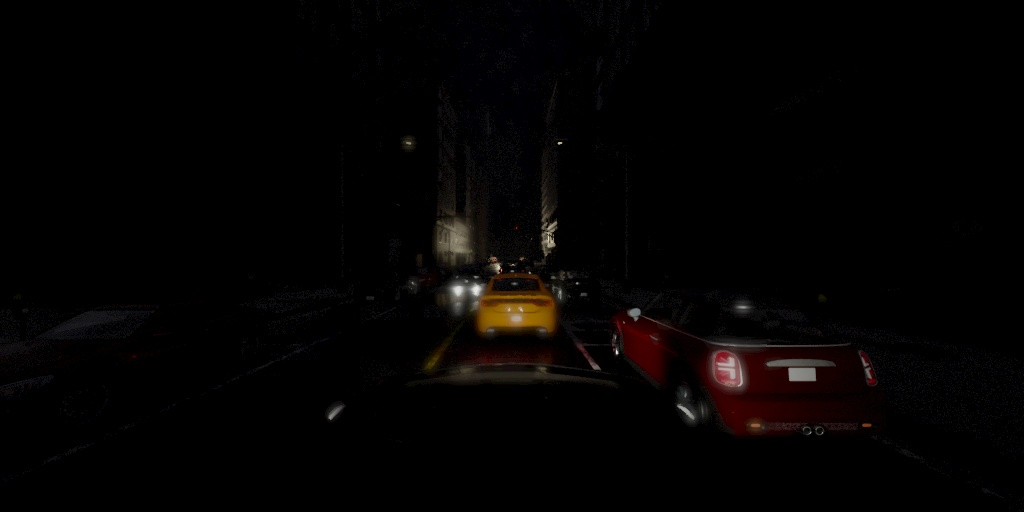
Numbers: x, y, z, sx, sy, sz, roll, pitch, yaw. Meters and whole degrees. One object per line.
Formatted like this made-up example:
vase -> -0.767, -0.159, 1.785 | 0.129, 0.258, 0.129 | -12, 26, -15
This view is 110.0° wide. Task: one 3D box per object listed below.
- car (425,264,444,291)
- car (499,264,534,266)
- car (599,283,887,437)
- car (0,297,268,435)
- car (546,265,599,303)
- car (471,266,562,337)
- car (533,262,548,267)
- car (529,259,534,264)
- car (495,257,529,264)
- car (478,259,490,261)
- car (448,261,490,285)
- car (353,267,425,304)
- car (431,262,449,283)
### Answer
car -> -5.642, 1.333, 21.985 | 1.802, 1.307, 4.207 | 0, 0, 0
car -> 0.124, 1.314, 19.344 | 1.994, 1.385, 4.181 | 0, 0, 0
car -> 2.861, 1.189, 5.469 | 1.967, 1.591, 4.097 | 0, 0, 0
car -> -5.664, 1.332, 5.481 | 1.802, 1.307, 4.207 | 0, 0, 0
car -> 2.876, 1.300, 16.472 | 2.007, 1.370, 4.403 | 0, 0, 0
car -> 0.109, 1.227, 10.356 | 1.882, 1.535, 5.008 | 0, 0, 0
car -> 2.891, 1.317, 27.474 | 1.948, 1.339, 4.313 | 0, 0, 0
car -> 2.976, 1.229, 64.563 | 1.967, 1.591, 4.097 | 0, 0, 0
car -> 0.065, 1.104, 28.076 | 2.097, 1.767, 4.553 | 0, 0, 1
car -> -5.549, 1.371, 64.588 | 1.802, 1.307, 4.207 | 0, 0, 0
car -> -2.987, 1.299, 26.326 | 2.033, 1.411, 5.357 | 0, 0, 0
car -> -5.649, 1.316, 16.484 | 1.948, 1.339, 4.313 | 0, 0, 0
car -> -5.634, 1.191, 27.486 | 1.967, 1.591, 4.097 | 0, 0, 0
